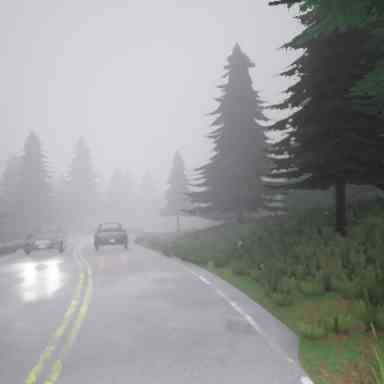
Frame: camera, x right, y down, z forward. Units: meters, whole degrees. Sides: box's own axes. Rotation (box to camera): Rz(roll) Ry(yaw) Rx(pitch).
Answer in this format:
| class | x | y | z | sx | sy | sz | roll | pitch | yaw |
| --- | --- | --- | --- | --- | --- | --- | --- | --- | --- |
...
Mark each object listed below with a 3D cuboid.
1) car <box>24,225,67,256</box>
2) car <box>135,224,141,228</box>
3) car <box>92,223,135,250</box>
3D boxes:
| class | x | y | z | sx | sy | sz | roll | pitch | yaw |
| --- | --- | --- | --- | --- | --- | --- | --- | --- | --- |
| car | -8.195 | 2.643 | 18.932 | 2.128 | 1.511 | 4.902 | -1 | -5 | -17 |
| car | -7.049 | 4.395 | 39.391 | 1.895 | 1.301 | 4.718 | -1 | -5 | 4 |
| car | -4.988 | 2.623 | 20.236 | 2.128 | 1.511 | 4.902 | -1 | -5 | -16 |
